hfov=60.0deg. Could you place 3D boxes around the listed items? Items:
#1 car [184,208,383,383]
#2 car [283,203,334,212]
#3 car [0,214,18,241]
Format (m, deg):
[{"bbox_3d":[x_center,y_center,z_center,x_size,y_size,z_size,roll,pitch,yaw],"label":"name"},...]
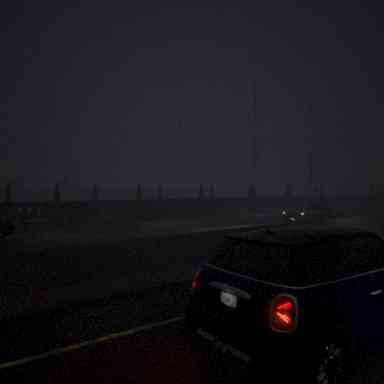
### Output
[{"bbox_3d":[2.178,1.316,5.300,4.553,1.767,2.097,-1,0,-35],"label":"car"},{"bbox_3d":[8.298,1.450,22.804,4.718,1.301,1.895,-1,0,-35],"label":"car"},{"bbox_3d":[-10.079,1.494,14.000,4.902,1.511,2.128,-1,0,-35],"label":"car"}]
